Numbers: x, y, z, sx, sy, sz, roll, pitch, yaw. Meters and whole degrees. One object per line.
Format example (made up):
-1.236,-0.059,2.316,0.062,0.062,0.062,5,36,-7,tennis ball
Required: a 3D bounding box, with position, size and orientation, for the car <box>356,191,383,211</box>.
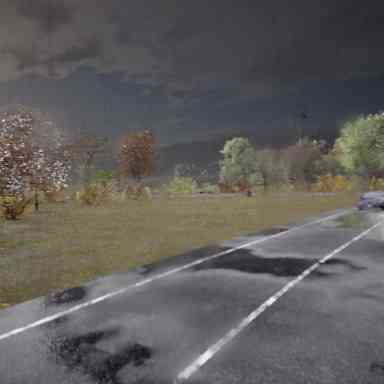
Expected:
14.413,0.661,26.249,1.812,1.442,4.674,-4,0,38,car
